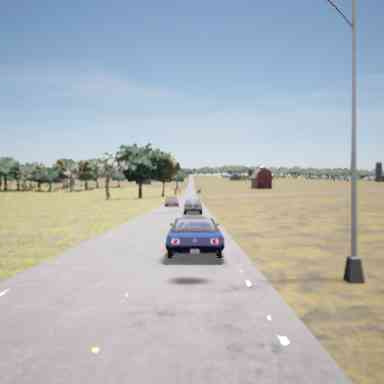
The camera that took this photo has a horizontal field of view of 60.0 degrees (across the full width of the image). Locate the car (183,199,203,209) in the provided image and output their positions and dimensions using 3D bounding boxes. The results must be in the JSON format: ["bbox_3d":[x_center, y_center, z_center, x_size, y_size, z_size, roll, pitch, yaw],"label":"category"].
[{"bbox_3d":[0.103,1.394,33.484,2.033,1.411,5.357,0,0,0],"label":"car"}]

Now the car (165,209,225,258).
[{"bbox_3d":[0.095,1.538,12.470,1.895,1.301,4.718,0,0,0],"label":"car"}]

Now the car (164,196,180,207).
[{"bbox_3d":[-2.745,1.329,45.999,1.812,1.442,4.674,0,0,0],"label":"car"}]
